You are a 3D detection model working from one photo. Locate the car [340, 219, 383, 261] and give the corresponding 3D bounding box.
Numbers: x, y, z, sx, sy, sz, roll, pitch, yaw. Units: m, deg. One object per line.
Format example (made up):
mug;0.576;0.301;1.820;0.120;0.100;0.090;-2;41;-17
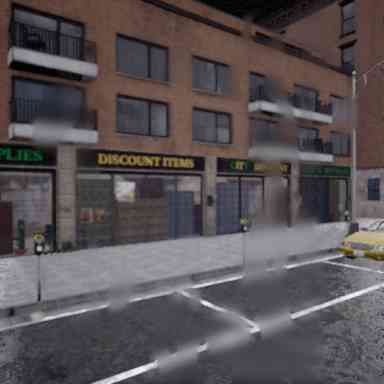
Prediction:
car;6.799;1.444;11.053;4.829;1.417;1.752;0;0;-36
